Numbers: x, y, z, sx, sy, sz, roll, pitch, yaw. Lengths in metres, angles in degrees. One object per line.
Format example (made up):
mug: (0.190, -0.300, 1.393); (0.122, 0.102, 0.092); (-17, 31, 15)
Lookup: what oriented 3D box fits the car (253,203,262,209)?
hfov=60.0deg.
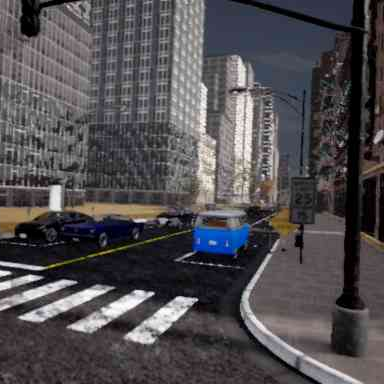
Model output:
car: (17.652, 3.668, 89.825); (1.752, 1.417, 4.829); (2, -1, 18)

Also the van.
van: (1.343, 1.658, 13.841); (1.690, 1.788, 3.998); (2, -1, 18)

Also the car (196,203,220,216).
car: (2.075, 2.206, 42.732); (1.967, 1.590, 4.097); (2, -1, 18)

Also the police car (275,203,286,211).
police car: (21.761, 3.615, 81.556); (1.930, 1.638, 5.238); (2, -1, 20)

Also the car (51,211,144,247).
car: (-4.105, 1.715, 15.830); (1.895, 1.301, 4.718); (2, -1, 18)

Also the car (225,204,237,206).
car: (5.493, 2.590, 53.071); (1.752, 1.417, 4.829); (2, -1, 18)

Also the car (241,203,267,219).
car: (7.960, 2.488, 42.280); (1.882, 1.535, 5.008); (2, -1, 19)

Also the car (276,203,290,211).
car: (16.968, 3.225, 61.094); (2.008, 1.369, 4.403); (2, -1, 18)

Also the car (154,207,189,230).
car: (-1.187, 1.856, 24.636); (2.128, 1.511, 4.902); (2, -1, 18)

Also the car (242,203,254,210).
car: (12.494, 3.232, 74.234); (2.008, 1.369, 4.403); (2, -1, 18)

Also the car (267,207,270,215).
car: (11.204, 2.897, 52.235); (1.895, 1.301, 4.718); (2, -1, 18)

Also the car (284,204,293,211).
car: (23.921, 3.731, 82.098); (1.967, 1.590, 4.097); (2, -1, 18)

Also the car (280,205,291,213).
car: (18.705, 3.379, 66.345); (2.008, 1.369, 4.403); (2, -1, 18)

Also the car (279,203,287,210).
car: (25.004, 3.933, 91.069); (1.801, 1.575, 5.366); (2, -1, 18)

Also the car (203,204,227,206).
car: (1.981, 2.238, 34.198); (1.895, 1.301, 4.718); (2, -1, 18)

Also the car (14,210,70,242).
car: (-6.616, 1.583, 16.478); (1.947, 1.339, 4.313); (2, -1, 18)

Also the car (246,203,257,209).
car: (14.231, 3.381, 79.485); (1.887, 1.381, 4.507); (2, -1, 18)

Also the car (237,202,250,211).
car: (10.762, 2.968, 68.986); (1.967, 1.590, 4.097); (2, -1, 18)

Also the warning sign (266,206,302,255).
warning sign: (3.791, 1.534, 13.661); (1.300, 1.860, 1.060); (2, -1, 18)

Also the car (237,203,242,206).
car: (9.020, 2.926, 63.734); (2.008, 1.369, 4.403); (2, -1, 18)
